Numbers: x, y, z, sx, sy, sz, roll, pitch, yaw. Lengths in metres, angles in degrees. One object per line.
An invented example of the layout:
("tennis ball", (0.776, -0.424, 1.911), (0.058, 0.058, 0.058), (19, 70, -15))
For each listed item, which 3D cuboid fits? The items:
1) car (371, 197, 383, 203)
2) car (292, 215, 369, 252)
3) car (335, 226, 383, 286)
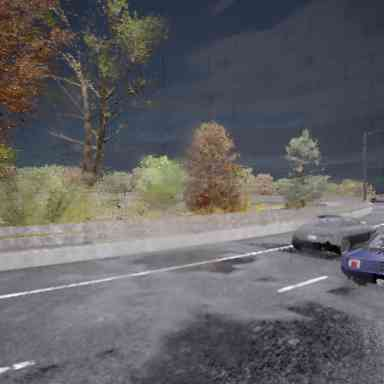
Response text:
("car", (37.545, 1.590, 66.861), (1.994, 1.385, 4.181), (0, 0, 11))
("car", (5.856, 1.616, 13.402), (4.181, 1.385, 1.994), (0, 0, -41))
("car", (5.719, 1.627, 8.430), (4.718, 1.301, 1.895), (0, 0, -41))
